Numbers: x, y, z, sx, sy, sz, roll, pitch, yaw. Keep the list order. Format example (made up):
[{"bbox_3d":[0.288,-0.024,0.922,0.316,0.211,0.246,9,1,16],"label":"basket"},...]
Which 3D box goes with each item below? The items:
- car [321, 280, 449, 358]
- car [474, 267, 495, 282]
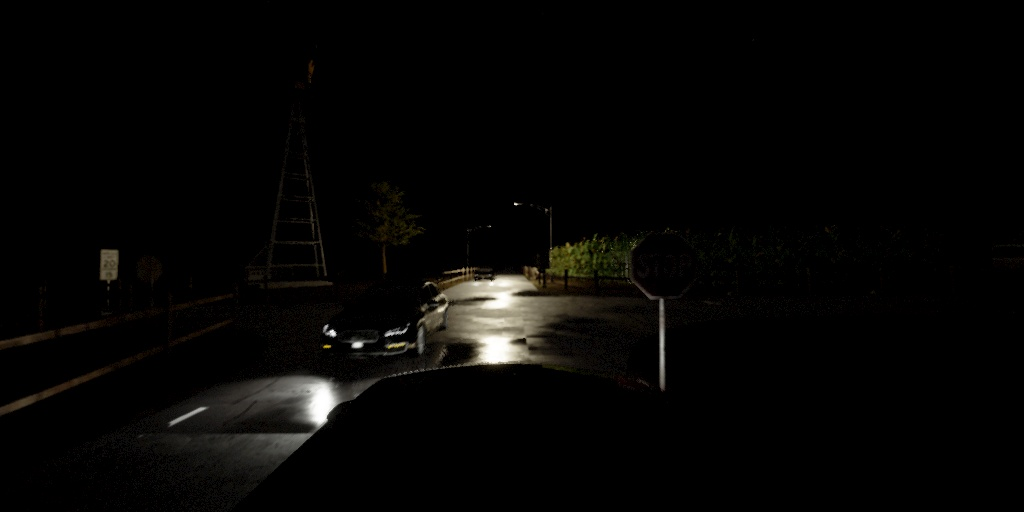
[{"bbox_3d":[-2.775,1.388,8.851,1.837,1.490,4.892,0,-1,0],"label":"car"},{"bbox_3d":[-2.824,1.880,37.442,1.882,1.535,5.008,0,-1,0],"label":"car"}]
